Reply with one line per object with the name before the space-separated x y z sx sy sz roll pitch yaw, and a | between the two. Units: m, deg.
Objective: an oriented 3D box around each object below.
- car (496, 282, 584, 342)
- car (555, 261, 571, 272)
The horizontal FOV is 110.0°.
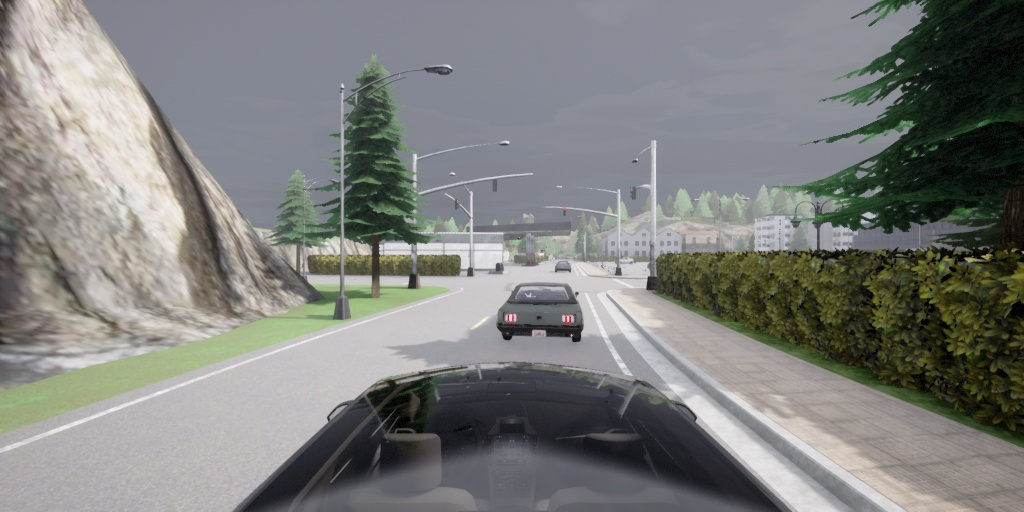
car | 0.882 1.351 9.781 1.895 1.301 4.718 0 0 8
car | 6.426 1.314 45.028 1.994 1.385 4.181 0 0 9
